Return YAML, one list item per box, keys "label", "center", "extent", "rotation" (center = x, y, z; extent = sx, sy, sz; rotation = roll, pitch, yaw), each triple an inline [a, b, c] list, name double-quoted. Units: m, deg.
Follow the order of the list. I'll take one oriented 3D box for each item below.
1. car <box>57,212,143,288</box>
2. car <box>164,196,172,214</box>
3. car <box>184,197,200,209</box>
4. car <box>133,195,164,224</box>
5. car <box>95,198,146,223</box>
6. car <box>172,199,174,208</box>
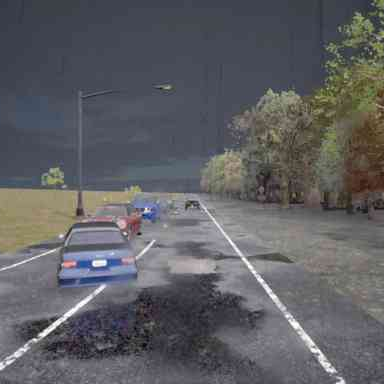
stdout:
- label: "car"
  center: [-2.747, 1.549, 9.405]
  extent: [2.033, 1.411, 5.357]
  rotation: [0, 0, -18]
- label: "car"
  center: [-3.608, 1.351, 35.305]
  extent: [2.097, 1.767, 4.553]
  rotation: [0, 0, 0]
- label: "car"
  center: [0.041, 1.500, 44.266]
  extent: [1.837, 1.490, 4.892]
  rotation: [0, 0, 0]
- label: "car"
  center: [-3.614, 1.223, 25.300]
  extent: [2.150, 2.045, 5.566]
  rotation: [0, 0, -1]
- label: "car"
  center: [-3.678, 1.353, 15.635]
  extent: [2.097, 1.767, 4.553]
  rotation: [0, 0, 1]
- label: "car"
  center: [-3.610, 1.347, 45.312]
  extent: [2.097, 1.767, 4.553]
  rotation: [0, 0, 0]
